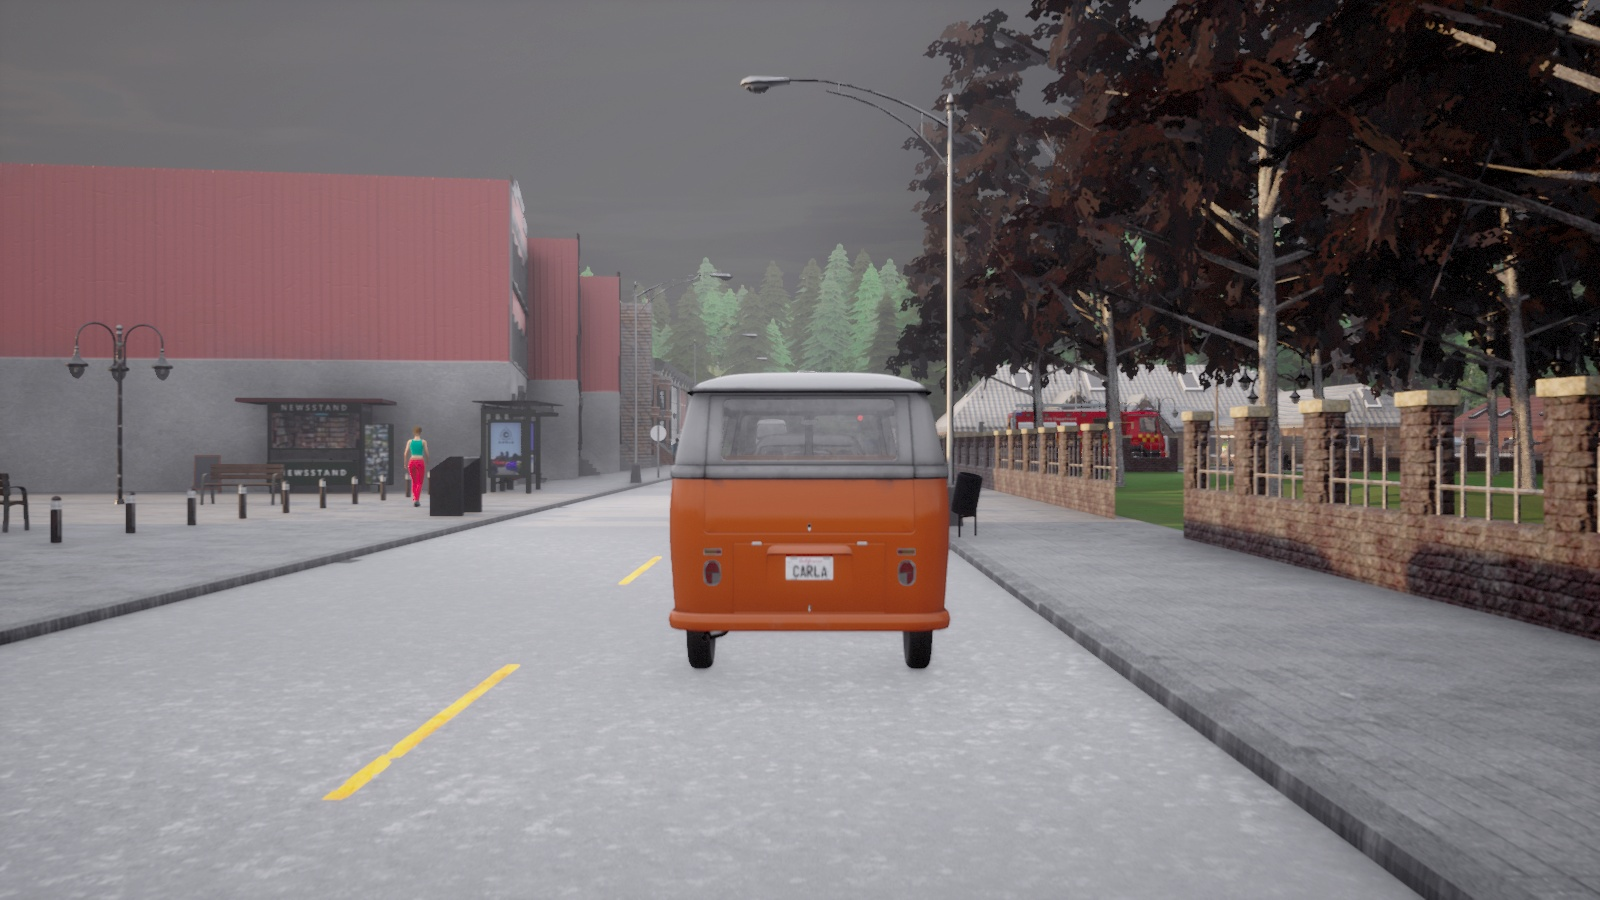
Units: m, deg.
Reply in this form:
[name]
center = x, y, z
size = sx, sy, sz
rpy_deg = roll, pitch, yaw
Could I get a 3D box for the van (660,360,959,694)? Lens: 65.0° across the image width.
[van]
center = 0.071, 0.460, 9.699
size = 1.775, 1.987, 4.442
rpy_deg = 0, 0, 0

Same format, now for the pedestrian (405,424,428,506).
[pedestrian]
center = -8.694, 0.340, 28.496
size = 0.345, 1.836, 0.594
rpy_deg = 0, 0, 1

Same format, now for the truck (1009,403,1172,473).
[truck]
center = 16.230, -0.676, 70.497
size = 8.468, 3.827, 2.891
rpy_deg = 0, 0, -1
